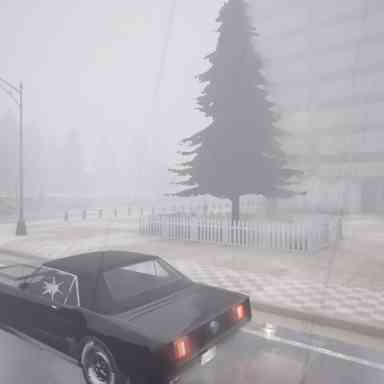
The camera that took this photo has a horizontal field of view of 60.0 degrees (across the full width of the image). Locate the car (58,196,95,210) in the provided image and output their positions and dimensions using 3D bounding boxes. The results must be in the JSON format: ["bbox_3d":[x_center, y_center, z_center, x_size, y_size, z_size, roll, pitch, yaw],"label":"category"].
[{"bbox_3d":[-14.600,1.352,42.104,2.097,1.767,4.553,0,0,36],"label":"car"}]

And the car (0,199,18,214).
[{"bbox_3d":[-20.495,1.478,33.927,1.882,1.535,5.008,0,0,36],"label":"car"}]

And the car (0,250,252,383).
[{"bbox_3d":[-1.606,1.601,5.153,4.718,1.301,1.895,0,0,36],"label":"car"}]

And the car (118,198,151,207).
[{"bbox_3d":[-8.591,1.547,50.432,2.033,1.411,5.357,0,0,36],"label":"car"}]
